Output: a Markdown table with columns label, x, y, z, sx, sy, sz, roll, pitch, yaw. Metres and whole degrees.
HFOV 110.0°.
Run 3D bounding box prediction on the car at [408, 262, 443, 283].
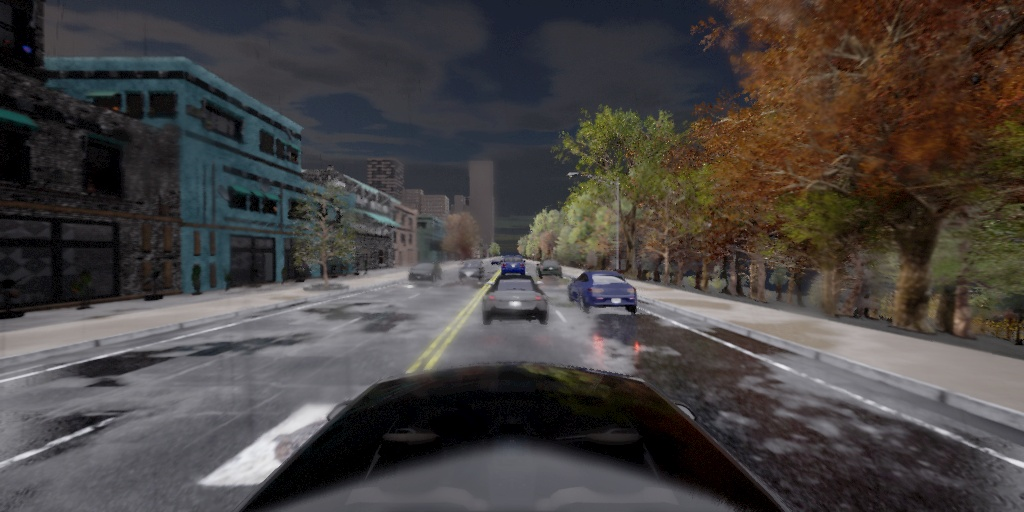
| label | x | y | z | sx | sy | sz | roll | pitch | yaw |
| --- | --- | --- | --- | --- | --- | --- | --- | --- | --- |
| car | -6.588 | 1.252 | 27.797 | 1.837 | 1.490 | 4.892 | 0 | 0 | 0 |

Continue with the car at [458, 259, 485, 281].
| label | x | y | z | sx | sy | sz | roll | pitch | yaw |
| --- | --- | --- | --- | --- | --- | --- | --- | --- | --- |
| car | -3.335 | 1.238 | 30.334 | 2.128 | 1.511 | 4.902 | 0 | 0 | 0 |

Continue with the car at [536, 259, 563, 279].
| label | x | y | z | sx | sy | sz | roll | pitch | yaw |
| --- | --- | --- | --- | --- | --- | --- | --- | --- | --- |
| car | 3.361 | 1.098 | 32.920 | 2.097 | 1.767 | 4.553 | 0 | 0 | 0 |

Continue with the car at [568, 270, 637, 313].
| label | x | y | z | sx | sy | sz | roll | pitch | yaw |
| --- | --- | --- | --- | --- | --- | --- | --- | --- | --- |
| car | 3.368 | 1.274 | 13.855 | 1.812 | 1.442 | 4.674 | 0 | 0 | 0 |

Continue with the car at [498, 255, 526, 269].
| label | x | y | z | sx | sy | sz | roll | pitch | yaw |
| --- | --- | --- | --- | --- | --- | --- | --- | --- | --- |
| car | 0.112 | 0.967 | 33.799 | 2.150 | 2.045 | 5.566 | 0 | 0 | 0 |

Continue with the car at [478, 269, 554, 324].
| label | x | y | z | sx | sy | sz | roll | pitch | yaw |
| --- | --- | --- | --- | --- | --- | --- | --- | --- | --- |
| car | 0.103 | 1.313 | 11.987 | 1.994 | 1.385 | 4.181 | 0 | 0 | 0 |
